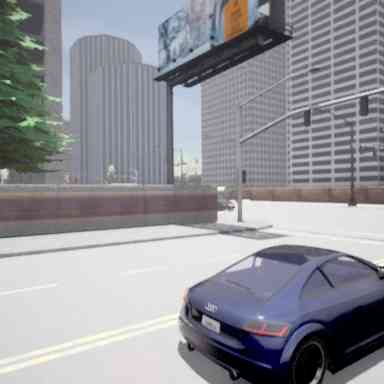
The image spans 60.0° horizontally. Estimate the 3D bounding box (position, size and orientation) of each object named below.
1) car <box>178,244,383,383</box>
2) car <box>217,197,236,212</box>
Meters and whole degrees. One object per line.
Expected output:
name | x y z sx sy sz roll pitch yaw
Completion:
car | 1.868 1.520 5.119 4.181 1.385 1.994 -1 0 -35
car | 2.655 1.261 35.931 2.128 1.511 4.902 -1 0 -35
